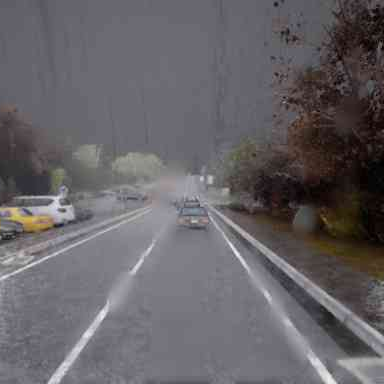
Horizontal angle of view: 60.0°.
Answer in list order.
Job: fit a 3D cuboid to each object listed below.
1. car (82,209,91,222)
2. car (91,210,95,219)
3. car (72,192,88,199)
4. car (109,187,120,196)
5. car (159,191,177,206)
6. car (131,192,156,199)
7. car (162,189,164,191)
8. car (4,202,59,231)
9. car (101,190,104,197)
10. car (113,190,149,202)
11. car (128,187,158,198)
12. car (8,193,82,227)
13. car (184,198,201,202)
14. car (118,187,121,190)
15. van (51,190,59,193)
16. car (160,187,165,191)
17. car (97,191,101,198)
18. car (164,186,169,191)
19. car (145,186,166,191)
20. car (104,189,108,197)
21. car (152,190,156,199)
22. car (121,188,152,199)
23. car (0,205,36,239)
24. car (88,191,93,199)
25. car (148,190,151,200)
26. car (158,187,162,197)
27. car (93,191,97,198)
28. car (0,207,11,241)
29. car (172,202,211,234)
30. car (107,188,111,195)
[{"bbox_3d":[-10.110,1.524,23.351,5.008,1.535,2.097,0,0,0],"label":"car"},{"bbox_3d":[-10.063,1.562,26.127,4.792,1.488,2.163,0,0,0],"label":"car"},{"bbox_3d":[-23.284,0.821,64.298,4.792,1.488,2.163,0,0,0],"label":"car"},{"bbox_3d":[-22.935,0.177,89.265,5.366,1.575,1.946,0,2,0],"label":"car"},{"bbox_3d":[-3.390,1.178,50.071,2.097,1.767,4.553,0,1,0],"label":"car"},{"bbox_3d":[-10.139,0.727,69.872,4.892,1.521,2.231,0,1,0],"label":"car"},{"bbox_3d":[-10.056,0.495,81.018,4.792,1.488,2.163,0,2,0],"label":"car"},{"bbox_3d":[-10.316,1.504,17.800,5.366,1.575,1.946,0,0,0],"label":"car"},{"bbox_3d":[-23.190,0.616,75.331,5.008,1.535,2.097,0,1,0],"label":"car"},{"bbox_3d":[-10.191,0.868,55.940,4.792,1.488,2.163,0,0,0],"label":"car"},{"bbox_3d":[-10.188,0.514,67.080,5.566,2.045,2.435,0,1,0],"label":"car"},{"bbox_3d":[-10.146,1.264,20.576,5.566,2.045,2.435,0,0,0],"label":"car"},{"bbox_3d":[0.006,1.405,39.748,2.128,1.511,4.902,0,0,0],"label":"car"},{"bbox_3d":[-23.111,0.067,92.054,5.008,1.535,2.097,0,2,0],"label":"car"},{"bbox_3d":[-23.173,0.612,55.926,4.442,1.987,1.878,1,0,0],"label":"van"},{"bbox_3d":[-10.086,0.157,86.585,4.553,1.767,2.185,0,2,0],"label":"car"},{"bbox_3d":[-23.181,0.707,72.541,4.792,1.488,2.163,0,1,0],"label":"car"},{"bbox_3d":[-10.004,-0.059,94.939,5.008,1.535,2.097,0,3,0],"label":"car"},{"bbox_3d":[-10.071,0.052,89.363,4.553,1.767,2.185,0,2,0],"label":"car"},{"bbox_3d":[-23.175,0.546,78.120,5.008,1.535,2.097,0,2,0],"label":"car"},{"bbox_3d":[-10.170,0.794,64.289,5.008,1.535,2.097,0,1,0],"label":"car"},{"bbox_3d":[-10.221,0.688,61.509,4.553,1.767,2.185,0,0,0],"label":"car"},{"bbox_3d":[-10.149,1.500,15.023,4.892,1.521,2.231,0,0,0],"label":"car"},{"bbox_3d":[-23.425,0.759,67.091,5.366,1.575,1.946,0,1,0],"label":"car"},{"bbox_3d":[-10.234,0.856,58.724,4.792,1.488,2.163,0,0,0],"label":"car"},{"bbox_3d":[-10.069,0.419,78.227,4.553,1.767,2.185,0,2,0],"label":"car"},{"bbox_3d":[-23.410,0.721,69.886,5.366,1.575,1.946,0,1,0],"label":"car"},{"bbox_3d":[-9.970,1.487,12.246,5.366,1.575,1.946,0,0,0],"label":"car"},{"bbox_3d":[0.078,1.496,18.929,2.033,1.411,5.357,0,0,0],"label":"car"},{"bbox_3d":[-23.159,0.465,81.036,4.892,1.521,2.231,0,2,0],"label":"car"}]
